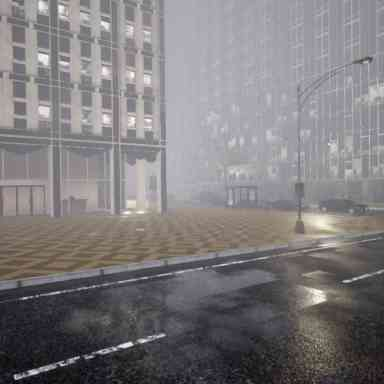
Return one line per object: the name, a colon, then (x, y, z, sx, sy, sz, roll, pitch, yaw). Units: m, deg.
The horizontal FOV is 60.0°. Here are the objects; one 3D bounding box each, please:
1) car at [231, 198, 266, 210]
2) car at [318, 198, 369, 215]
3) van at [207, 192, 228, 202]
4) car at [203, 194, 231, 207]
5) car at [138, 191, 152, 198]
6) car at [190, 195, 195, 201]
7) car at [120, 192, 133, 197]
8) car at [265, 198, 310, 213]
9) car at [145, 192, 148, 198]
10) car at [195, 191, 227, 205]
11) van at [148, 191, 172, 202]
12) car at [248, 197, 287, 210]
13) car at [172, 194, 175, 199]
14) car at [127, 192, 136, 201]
car: (7.071, 1.388, 39.561, 1.802, 1.307, 4.206, 0, 1, -34)
car: (14.877, 1.358, 32.913, 1.837, 1.490, 4.892, -1, 1, -34)
van: (4.436, 0.855, 58.419, 1.690, 1.788, 3.998, 0, 1, -34)
car: (3.906, 1.319, 44.281, 1.947, 1.339, 4.313, 0, 1, -34)
car: (-11.630, 0.686, 81.861, 1.967, 1.590, 4.097, 0, 1, -34)
car: (1.224, 1.043, 63.110, 1.802, 1.307, 4.206, 0, 1, -34)
car: (-18.056, 0.688, 91.238, 2.008, 1.369, 4.403, 0, 1, -34)
car: (10.270, 1.424, 34.860, 1.947, 1.339, 4.313, 0, 1, -34)
car: (-8.417, 0.615, 77.171, 2.192, 1.841, 5.009, 0, 1, -34)
car: (3.254, 0.887, 49.897, 2.150, 2.045, 5.566, -1, 1, -35)
van: (-5.689, 0.937, 58.371, 1.690, 1.788, 3.998, 0, 1, -34)
car: (9.269, 1.363, 41.118, 1.895, 1.301, 4.718, -1, 1, -34)
car: (-5.203, 0.936, 72.487, 1.802, 1.307, 4.206, 0, 1, -34)
car: (-12.116, 1.039, 67.750, 2.008, 1.369, 4.403, 0, 1, -34)
